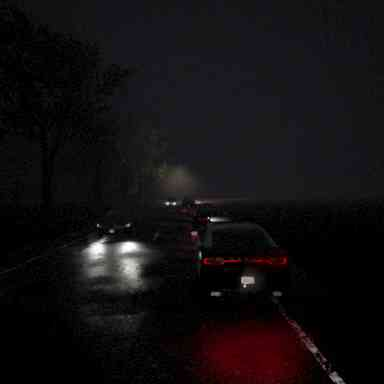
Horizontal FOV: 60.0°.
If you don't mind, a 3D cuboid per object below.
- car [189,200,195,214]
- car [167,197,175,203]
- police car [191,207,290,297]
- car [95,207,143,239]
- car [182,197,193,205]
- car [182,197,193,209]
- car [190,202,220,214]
[{"bbox_3d":[0.881,1.535,24.637,1.812,1.442,4.674,0,0,-1],"label":"car"},{"bbox_3d":[-4.664,1.669,74.084,1.895,1.301,4.718,0,0,-2],"label":"car"},{"bbox_3d":[1.015,1.426,8.732,1.930,1.638,5.238,0,0,0],"label":"police car"},{"bbox_3d":[-3.705,1.530,17.577,1.812,1.442,4.674,0,0,-1],"label":"car"},{"bbox_3d":[-0.820,1.613,61.895,1.994,1.385,4.181,0,0,-1],"label":"car"},{"bbox_3d":[-0.478,1.631,46.929,1.895,1.301,4.718,0,0,-1],"label":"car"},{"bbox_3d":[0.942,1.511,18.631,1.837,1.490,4.892,0,0,-1],"label":"car"}]
